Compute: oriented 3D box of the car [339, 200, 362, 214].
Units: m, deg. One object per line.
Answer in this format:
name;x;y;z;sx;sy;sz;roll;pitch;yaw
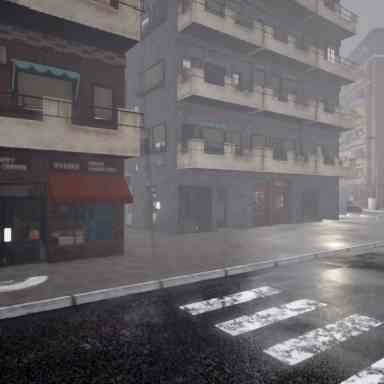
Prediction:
car;18.004;1.669;38.619;1.882;1.535;5.008;0;0;5
